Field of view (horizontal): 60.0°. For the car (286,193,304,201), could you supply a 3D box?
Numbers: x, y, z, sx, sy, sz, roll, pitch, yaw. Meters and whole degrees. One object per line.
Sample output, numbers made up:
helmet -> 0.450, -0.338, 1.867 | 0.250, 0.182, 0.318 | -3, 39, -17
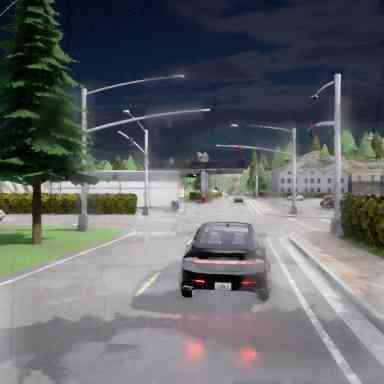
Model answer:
car -> 24.474, 1.077, 78.876 | 3.866, 1.878, 1.905 | 0, 0, 8

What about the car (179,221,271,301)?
car -> 0.890, 1.492, 8.417 | 2.128, 1.511, 4.902 | 0, 0, 8

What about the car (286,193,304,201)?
car -> 23.406, 1.361, 75.668 | 3.806, 1.475, 1.970 | 0, 0, 8

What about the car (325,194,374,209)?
car -> 18.312, 1.339, 38.623 | 4.514, 1.523, 2.007 | 0, 0, 8

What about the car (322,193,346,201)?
car -> 31.809, 1.097, 74.528 | 4.605, 1.855, 1.932 | 0, 0, 8

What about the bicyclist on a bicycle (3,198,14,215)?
bicyclist on a bicycle -> -17.942, 1.453, 32.551 | 0.582, 1.620, 1.656 | 0, 0, 7

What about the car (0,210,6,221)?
car -> -16.566, 1.526, 25.214 | 4.674, 1.442, 1.812 | 0, 0, 8

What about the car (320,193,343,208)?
car -> 18.696, 1.330, 41.736 | 5.027, 1.636, 2.152 | 0, 0, 8

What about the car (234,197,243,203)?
car -> 9.478, 1.601, 67.403 | 1.895, 1.301, 4.718 | 0, 0, 8
